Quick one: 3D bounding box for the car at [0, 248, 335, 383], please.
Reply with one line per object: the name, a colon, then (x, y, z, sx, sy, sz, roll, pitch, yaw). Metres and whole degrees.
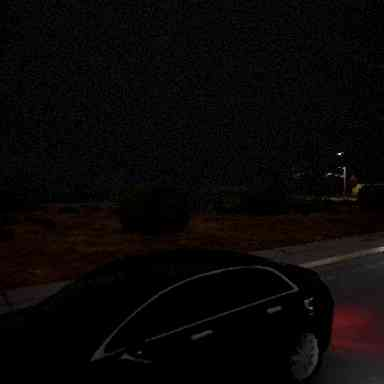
car: (-0.366, 1.492, 3.727, 4.892, 1.490, 1.837, -1, 0, -35)
